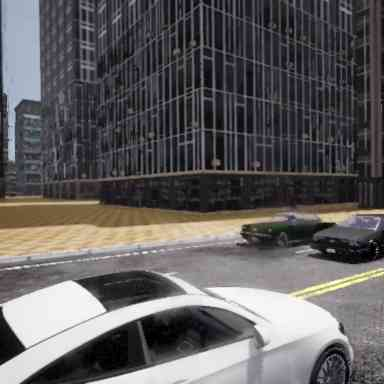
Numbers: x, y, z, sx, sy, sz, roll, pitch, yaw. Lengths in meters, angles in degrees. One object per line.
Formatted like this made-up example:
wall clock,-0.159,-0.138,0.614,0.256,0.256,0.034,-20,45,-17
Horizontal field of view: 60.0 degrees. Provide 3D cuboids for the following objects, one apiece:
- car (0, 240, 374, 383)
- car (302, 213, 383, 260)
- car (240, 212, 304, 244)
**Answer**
car,-0.378,1.524,3.173,4.674,1.442,1.812,0,0,-35
car,6.738,1.535,12.483,5.357,1.411,2.033,0,0,-35
car,4.358,1.589,14.773,4.718,1.301,1.895,0,0,-35
